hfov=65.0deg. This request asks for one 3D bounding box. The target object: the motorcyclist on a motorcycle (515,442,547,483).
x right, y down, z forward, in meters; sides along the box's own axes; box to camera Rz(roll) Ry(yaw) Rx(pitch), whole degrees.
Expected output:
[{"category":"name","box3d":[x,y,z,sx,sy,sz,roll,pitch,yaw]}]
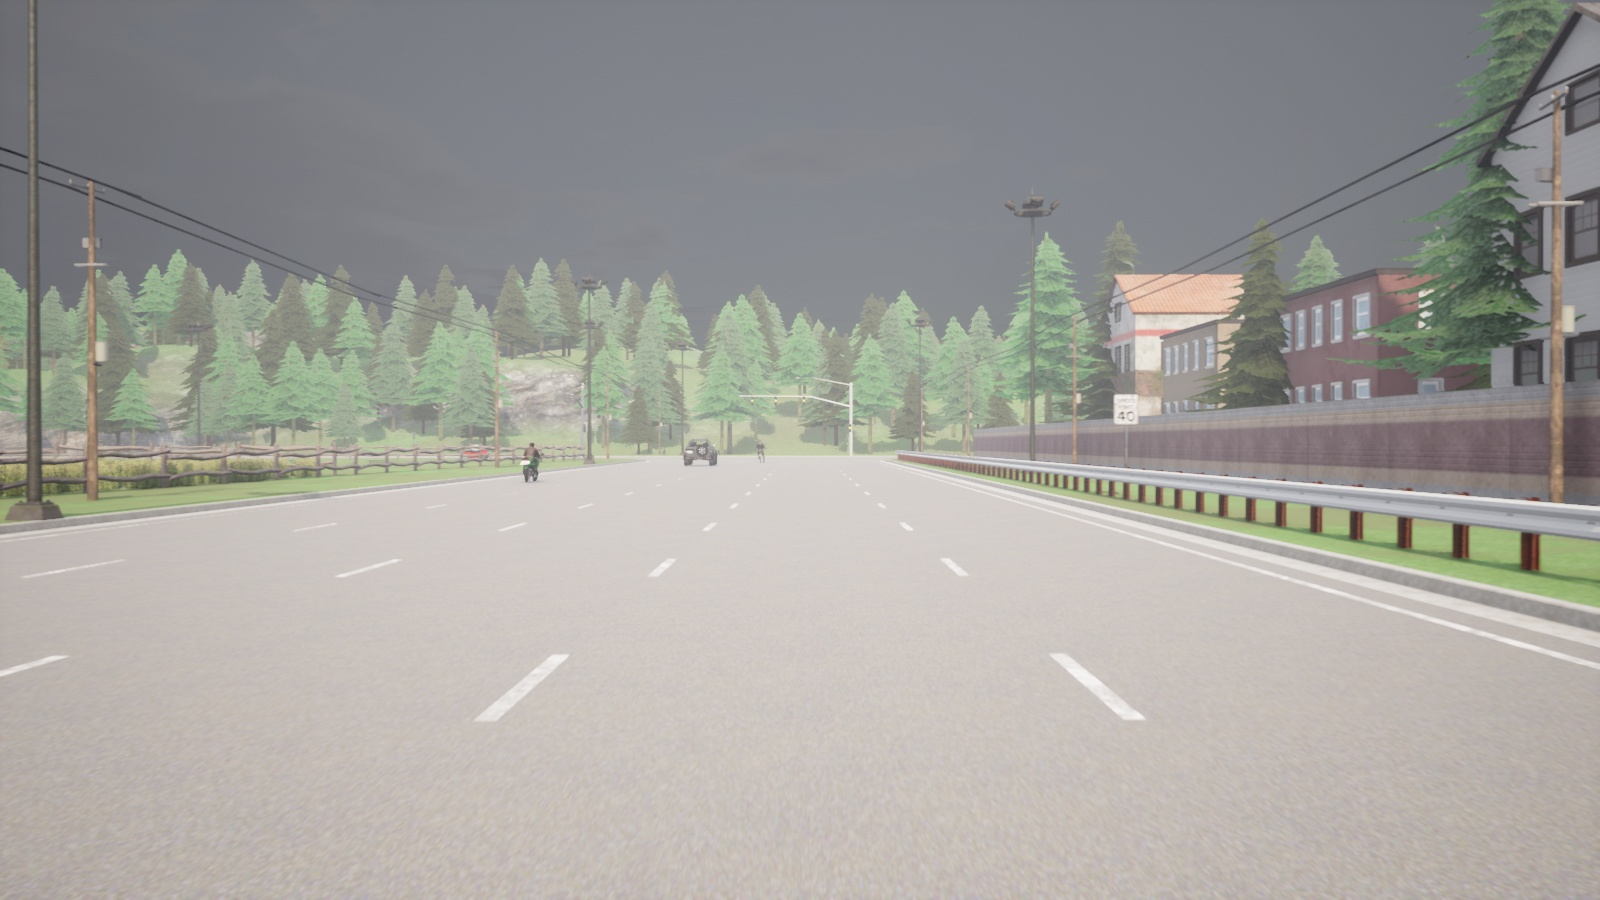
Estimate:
[{"category":"motorcyclist on a motorcycle","box3d":[-10.212,0.451,47.748,0.797,1.523,2.044,0,0,0]}]

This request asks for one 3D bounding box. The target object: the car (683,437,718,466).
[{"category":"car","box3d":[-6.513,0.092,82.716,1.932,1.855,4.605,0,0,0]}]
